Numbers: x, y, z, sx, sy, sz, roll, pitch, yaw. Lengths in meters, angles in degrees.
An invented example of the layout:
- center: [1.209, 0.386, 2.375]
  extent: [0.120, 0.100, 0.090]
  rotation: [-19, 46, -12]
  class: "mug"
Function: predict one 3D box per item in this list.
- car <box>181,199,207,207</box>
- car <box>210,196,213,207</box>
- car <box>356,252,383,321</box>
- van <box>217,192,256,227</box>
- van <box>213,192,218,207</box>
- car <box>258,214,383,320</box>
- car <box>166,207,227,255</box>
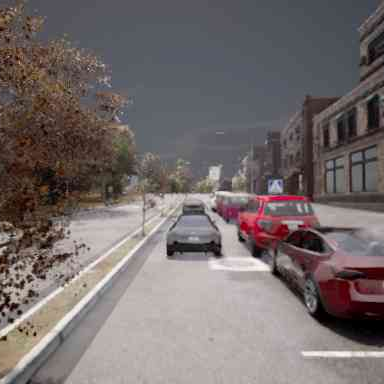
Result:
- center: [0.137, 1.356, 27.998]
  extent: [1.837, 1.490, 4.892]
  rotation: [0, 1, 1]
  class: "car"
- center: [3.168, 1.028, 35.086]
  extent: [2.435, 2.045, 5.566]
  rotation: [0, 0, 0]
  class: "car"
- center: [3.058, 1.511, 1.779]
  extent: [2.002, 1.452, 4.674]
  rotation: [0, 0, 0]
  class: "car"
- center: [3.132, 1.129, 24.082]
  extent: [1.878, 1.987, 4.442]
  rotation: [0, 0, 0]
  class: "van"
- center: [3.151, 1.092, 29.629]
  extent: [1.878, 1.987, 4.442]
  rotation: [0, 0, 0]
  class: "van"
- center: [3.076, 1.477, 7.357]
  extent: [2.163, 1.488, 4.792]
  rotation: [0, 0, 0]
  class: "car"
- center: [0.088, 1.504, 12.972]
  extent: [1.994, 1.385, 4.181]
  rotation: [0, 0, 1]
  class: "car"
